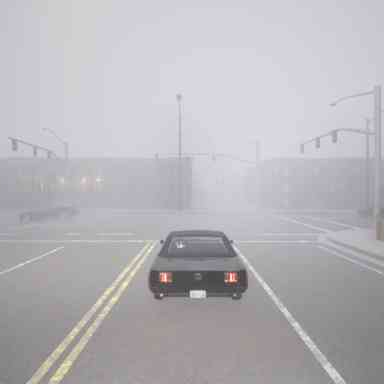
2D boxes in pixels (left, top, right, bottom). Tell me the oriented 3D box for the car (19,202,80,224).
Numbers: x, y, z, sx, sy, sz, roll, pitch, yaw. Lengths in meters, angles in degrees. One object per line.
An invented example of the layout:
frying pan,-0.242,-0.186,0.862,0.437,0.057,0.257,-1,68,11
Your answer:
car,-12.278,1.735,28.702,5.008,1.535,1.882,-6,0,0

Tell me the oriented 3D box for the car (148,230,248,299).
car,0.117,1.601,8.370,1.895,1.301,4.718,0,0,0

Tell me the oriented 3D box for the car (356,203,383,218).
car,16.879,1.601,28.793,4.718,1.301,1.895,0,0,0
